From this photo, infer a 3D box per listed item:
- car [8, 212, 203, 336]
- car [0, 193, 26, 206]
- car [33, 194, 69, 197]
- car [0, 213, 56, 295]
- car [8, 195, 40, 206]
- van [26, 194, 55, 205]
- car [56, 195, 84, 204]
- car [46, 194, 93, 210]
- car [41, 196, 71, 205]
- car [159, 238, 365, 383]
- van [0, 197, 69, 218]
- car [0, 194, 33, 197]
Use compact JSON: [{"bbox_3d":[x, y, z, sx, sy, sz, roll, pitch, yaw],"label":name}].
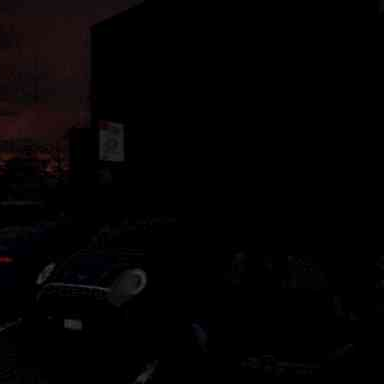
[{"bbox_3d":[-1.128,1.363,7.011,2.185,1.767,4.553,0,-1,15],"label":"car"},{"bbox_3d":[-30.302,1.300,54.334,5.566,2.045,2.435,-1,-1,14],"label":"car"},{"bbox_3d":[-18.090,1.279,42.202,5.566,2.045,2.435,1,1,14],"label":"car"},{"bbox_3d":[-3.596,1.491,8.721,2.097,1.535,5.008,0,-1,16],"label":"car"},{"bbox_3d":[-28.669,1.428,56.849,4.553,1.767,2.185,-1,-1,14],"label":"car"},{"bbox_3d":[-27.064,1.330,59.365,4.442,1.987,1.878,-1,0,14],"label":"van"},{"bbox_3d":[-23.538,1.430,64.330,4.553,1.767,2.185,-1,0,14],"label":"car"},{"bbox_3d":[-16.435,1.280,44.655,5.566,2.045,2.435,1,1,14],"label":"car"},{"bbox_3d":[-25.263,1.556,61.850,4.892,1.521,2.231,-1,-1,14],"label":"car"},{"bbox_3d":[1.301,1.526,5.234,2.002,1.452,4.674,0,-1,16],"label":"car"},{"bbox_3d":[-6.007,1.269,10.586,1.878,1.987,4.442,0,-1,15],"label":"van"},{"bbox_3d":[-21.342,1.277,37.298,5.566,2.045,2.435,1,0,14],"label":"car"}]
